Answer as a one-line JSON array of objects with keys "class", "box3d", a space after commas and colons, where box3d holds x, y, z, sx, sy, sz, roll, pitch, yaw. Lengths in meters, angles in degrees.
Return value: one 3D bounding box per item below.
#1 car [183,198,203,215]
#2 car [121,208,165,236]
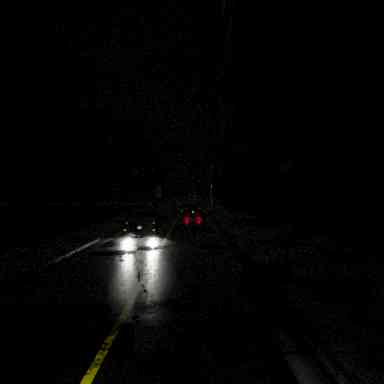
[{"class": "car", "box3d": [0.100, 1.619, 34.028, 1.895, 1.301, 4.718, 0, 0, 0]}, {"class": "car", "box3d": [-2.596, 1.566, 18.398, 1.994, 1.385, 4.181, 0, 0, 0]}]
